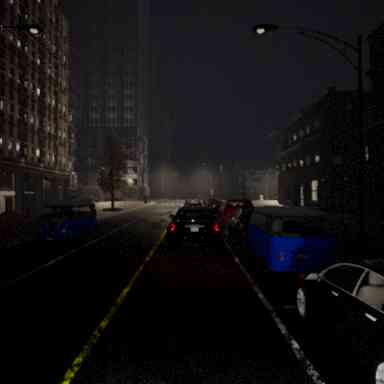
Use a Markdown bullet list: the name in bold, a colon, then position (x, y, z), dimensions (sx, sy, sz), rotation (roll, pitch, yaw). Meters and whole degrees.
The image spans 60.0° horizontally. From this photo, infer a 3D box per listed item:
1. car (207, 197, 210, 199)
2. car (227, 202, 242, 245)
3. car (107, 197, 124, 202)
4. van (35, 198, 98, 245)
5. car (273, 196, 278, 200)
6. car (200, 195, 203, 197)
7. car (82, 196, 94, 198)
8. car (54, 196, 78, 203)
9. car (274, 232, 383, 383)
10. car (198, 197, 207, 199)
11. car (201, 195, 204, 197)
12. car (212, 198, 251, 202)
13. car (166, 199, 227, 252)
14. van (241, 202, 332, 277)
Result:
- **car**: position (2.697, 1.582, 42.782), dimensions (1.947, 1.339, 4.313), rotation (1, 0, 0)
- **car**: position (2.702, 1.449, 15.394), dimensions (1.967, 1.590, 4.097), rotation (1, 0, 0)
- **car**: position (-17.434, 1.675, 75.339), dimensions (4.206, 1.307, 1.802), rotation (-1, 0, 1)
- **van**: position (-5.676, 1.350, 15.390), dimensions (1.690, 1.788, 3.998), rotation (1, 0, 0)
- **car**: position (20.675, 1.257, 74.978), dimensions (4.829, 1.417, 1.752), rotation (-1, 0, 1)
- **car**: position (2.819, 1.600, 59.212), dimensions (1.802, 1.307, 4.206), rotation (1, 0, 0)
- **car**: position (-23.118, 1.588, 75.394), dimensions (4.097, 1.590, 1.967), rotation (-1, 0, 1)
- **car**: position (-28.631, 1.726, 75.446), dimensions (4.829, 1.417, 1.752), rotation (-1, 0, 1)
- **car**: position (2.702, 1.554, 4.438), dimensions (2.008, 1.369, 4.403), rotation (1, 0, 0)
- **car**: position (0.096, 1.506, 32.863), dimensions (2.128, 1.511, 4.902), rotation (0, 0, 0)
- **car**: position (2.697, 1.567, 48.260), dimensions (2.008, 1.369, 4.403), rotation (1, 0, 0)
- **car**: position (2.704, 1.326, 20.872), dimensions (2.192, 1.841, 5.009), rotation (1, 0, 0)
- **car**: position (0.099, 1.360, 14.003), dimensions (2.097, 1.767, 4.553), rotation (0, 0, 0)
- **van**: position (2.705, 1.348, 9.917), dimensions (1.690, 1.788, 3.998), rotation (1, 0, 0)
